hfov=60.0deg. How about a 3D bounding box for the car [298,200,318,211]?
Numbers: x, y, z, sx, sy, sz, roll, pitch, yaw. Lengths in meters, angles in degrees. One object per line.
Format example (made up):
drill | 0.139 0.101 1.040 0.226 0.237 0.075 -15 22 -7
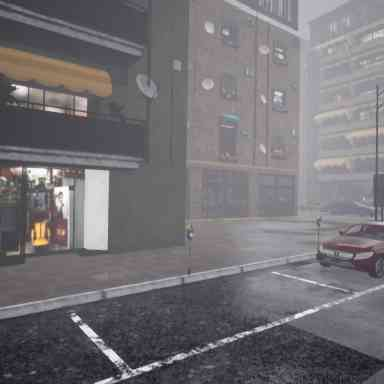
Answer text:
car | 15.268 1.707 40.744 1.752 1.417 4.829 1 -1 -36

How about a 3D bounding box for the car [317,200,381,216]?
car | 15.129 1.591 31.696 2.033 1.411 5.357 1 -1 -32

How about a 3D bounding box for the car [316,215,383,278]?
car | 5.549 1.588 10.109 4.206 1.307 1.802 0 1 -36
